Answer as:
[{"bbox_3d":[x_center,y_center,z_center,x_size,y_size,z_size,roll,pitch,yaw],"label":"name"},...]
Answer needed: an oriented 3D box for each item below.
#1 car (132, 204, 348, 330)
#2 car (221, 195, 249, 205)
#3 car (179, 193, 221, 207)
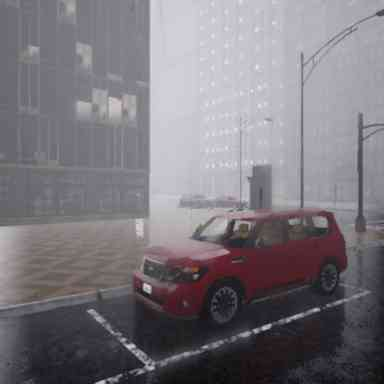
[{"bbox_3d":[1.290,1.310,7.094,5.009,1.841,2.192,0,0,-35],"label":"car"},{"bbox_3d":[4.094,1.124,36.376,1.882,1.535,5.008,0,1,-37],"label":"car"},{"bbox_3d":[0.528,0.975,35.732,2.097,1.767,4.553,0,1,-37],"label":"car"}]
